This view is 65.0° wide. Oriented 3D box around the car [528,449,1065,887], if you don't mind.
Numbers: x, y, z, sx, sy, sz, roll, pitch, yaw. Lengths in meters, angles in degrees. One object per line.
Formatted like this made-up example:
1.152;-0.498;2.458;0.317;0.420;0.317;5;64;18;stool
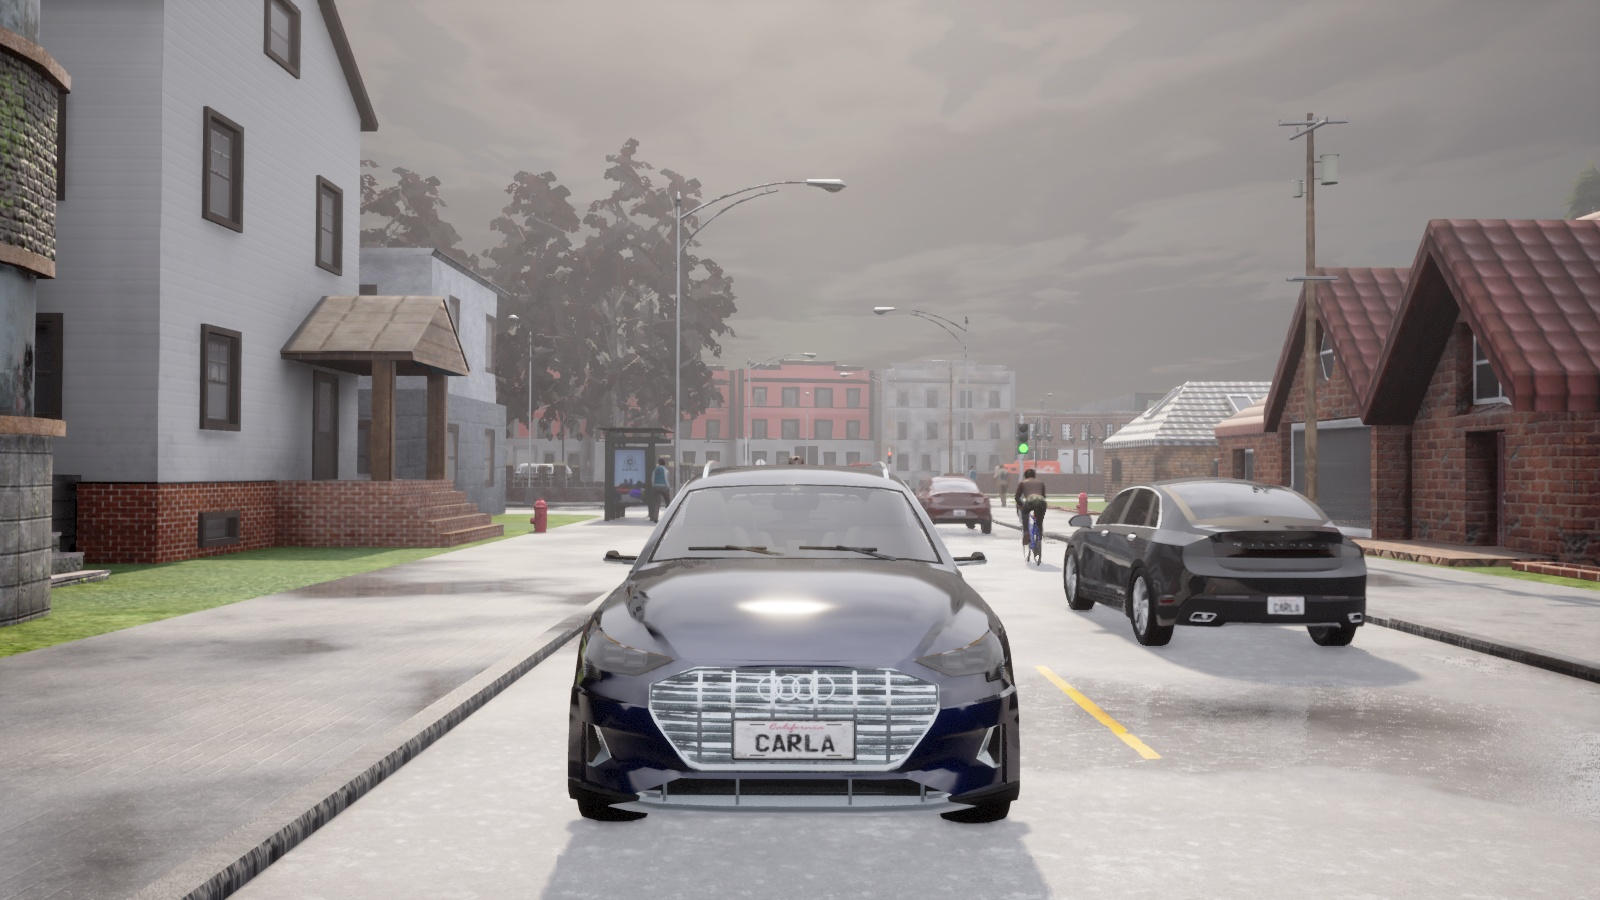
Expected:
-0.020;0.865;7.198;2.033;1.649;4.856;0;-1;0;car

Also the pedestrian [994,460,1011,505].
8.407;1.356;52.095;0.540;1.848;0.694;0;-1;-2;pedestrian

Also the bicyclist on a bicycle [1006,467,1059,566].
3.944;1.110;21.373;0.582;1.620;1.656;0;-1;0;bicyclist on a bicycle

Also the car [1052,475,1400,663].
3.966;1.017;12.685;1.837;1.490;4.892;0;-1;0;car

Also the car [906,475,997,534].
3.915;1.380;33.158;1.812;1.442;4.674;0;-1;0;car

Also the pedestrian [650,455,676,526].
-3.777;1.120;34.686;0.396;1.930;0.692;-1;-1;24;pedestrian

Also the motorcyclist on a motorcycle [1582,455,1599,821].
3.987;0.826;4.587;0.766;1.649;2.350;0;-1;0;motorcyclist on a motorcycle
